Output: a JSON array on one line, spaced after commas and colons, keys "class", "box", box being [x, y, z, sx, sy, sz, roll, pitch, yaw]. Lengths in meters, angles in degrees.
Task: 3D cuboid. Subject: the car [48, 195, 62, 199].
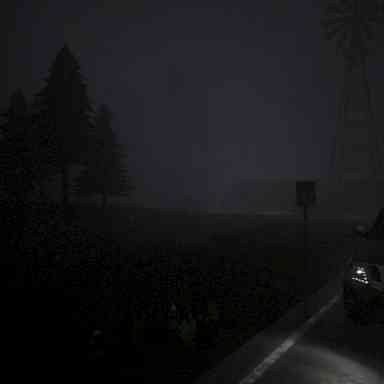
[{"class": "car", "box": [-28.120, 1.364, 68.532, 1.994, 1.381, 4.181, 0, 0, 38]}]

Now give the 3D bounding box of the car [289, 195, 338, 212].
[{"class": "car", "box": [11.540, 1.324, 30.423, 5.008, 1.535, 1.882, 0, 0, 38]}]

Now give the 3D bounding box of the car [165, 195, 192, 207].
[{"class": "car", "box": [-1.910, 1.316, 48.461, 1.851, 1.617, 3.988, 0, 0, 38]}]

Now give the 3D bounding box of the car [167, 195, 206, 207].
[{"class": "car", "box": [-0.611, 1.315, 39.862, 5.008, 1.535, 1.882, 0, 0, 38]}]

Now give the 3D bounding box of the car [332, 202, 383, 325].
[{"class": "car", "box": [4.691, 1.219, 6.530, 2.150, 2.045, 5.566, 0, 0, 38]}]
